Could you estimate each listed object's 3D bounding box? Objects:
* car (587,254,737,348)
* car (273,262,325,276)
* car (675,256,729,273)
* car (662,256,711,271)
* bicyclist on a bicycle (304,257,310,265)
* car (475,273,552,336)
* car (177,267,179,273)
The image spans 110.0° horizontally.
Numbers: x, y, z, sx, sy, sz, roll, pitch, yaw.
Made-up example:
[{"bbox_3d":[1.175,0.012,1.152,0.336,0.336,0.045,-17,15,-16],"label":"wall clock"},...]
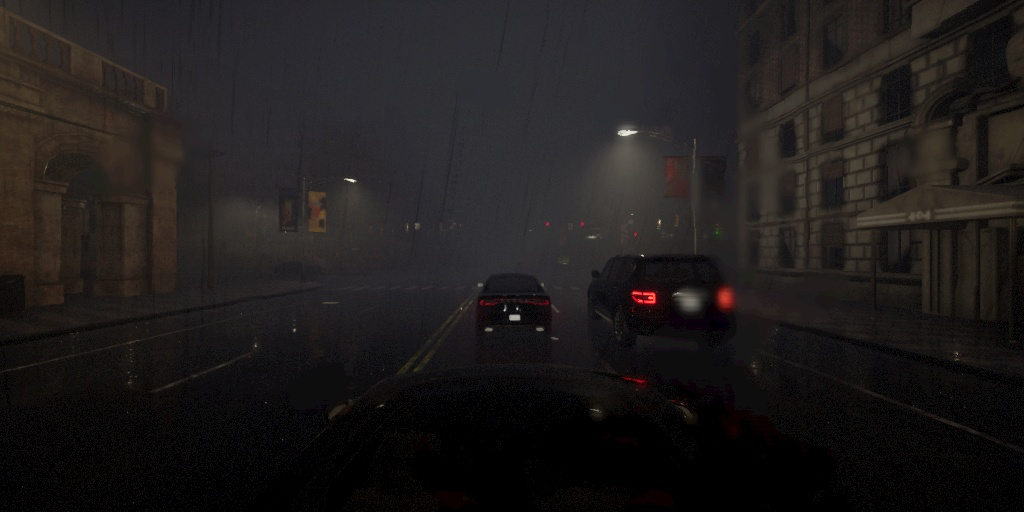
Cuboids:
[{"bbox_3d":[3.455,0.971,9.415,2.150,2.045,5.566,0,0,2],"label":"car"},{"bbox_3d":[-21.218,1.276,35.810,4.674,1.442,1.812,0,0,0],"label":"car"},{"bbox_3d":[23.387,0.971,44.270,5.566,2.045,2.150,0,0,1],"label":"car"},{"bbox_3d":[23.182,0.971,47.781,5.566,2.045,2.150,0,0,0],"label":"car"},{"bbox_3d":[-31.577,1.050,55.228,0.582,1.620,1.656,0,0,0],"label":"bicyclist on a bicycle"},{"bbox_3d":[-0.011,1.228,10.494,1.882,1.535,5.008,0,0,-2],"label":"car"},{"bbox_3d":[-36.234,1.350,35.717,4.718,1.301,1.895,0,0,0],"label":"car"}]
